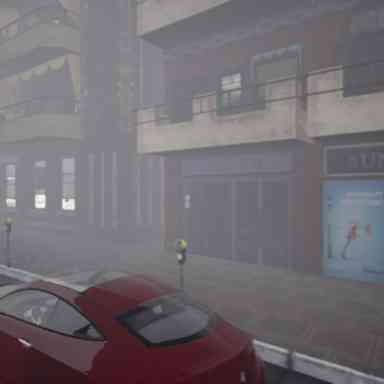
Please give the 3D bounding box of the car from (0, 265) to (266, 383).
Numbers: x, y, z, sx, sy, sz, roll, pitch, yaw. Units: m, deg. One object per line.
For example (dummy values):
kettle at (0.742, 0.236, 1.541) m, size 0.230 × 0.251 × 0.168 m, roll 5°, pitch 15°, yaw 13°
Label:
car at (-1.261, 1.527, 3.791) m, size 4.206 × 1.307 × 1.802 m, roll 1°, pitch 0°, yaw 36°
